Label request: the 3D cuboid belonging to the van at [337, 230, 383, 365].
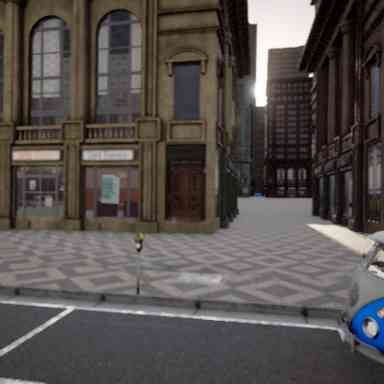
[{"bbox_3d":[4.056,1.393,4.036,3.998,1.788,1.690,0,0,11],"label":"van"}]
